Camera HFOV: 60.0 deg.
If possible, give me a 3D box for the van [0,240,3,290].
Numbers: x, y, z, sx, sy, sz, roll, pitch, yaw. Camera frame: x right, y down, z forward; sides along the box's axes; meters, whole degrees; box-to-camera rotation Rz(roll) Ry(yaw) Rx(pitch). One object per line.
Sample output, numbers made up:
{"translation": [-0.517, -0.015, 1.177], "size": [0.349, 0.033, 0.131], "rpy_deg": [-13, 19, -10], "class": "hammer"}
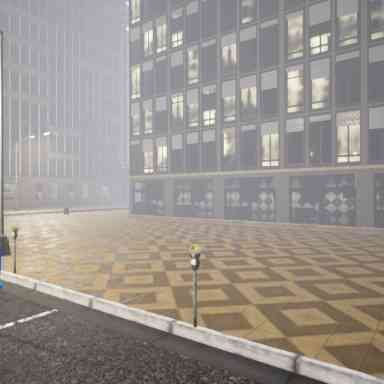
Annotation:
{"translation": [-5.636, 1.337, 7.009], "size": [3.998, 1.788, 1.690], "rpy_deg": [0, 0, 36], "class": "van"}
